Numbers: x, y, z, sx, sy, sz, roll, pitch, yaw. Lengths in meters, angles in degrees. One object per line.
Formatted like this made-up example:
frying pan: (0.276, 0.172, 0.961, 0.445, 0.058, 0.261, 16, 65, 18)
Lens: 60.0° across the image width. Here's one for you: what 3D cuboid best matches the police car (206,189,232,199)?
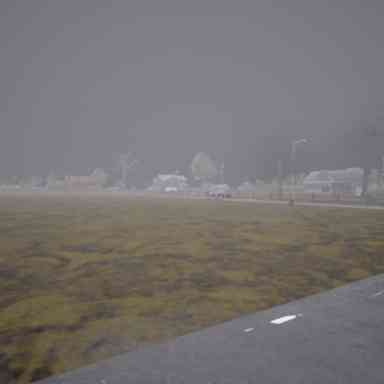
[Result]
police car: (4.378, 0.316, 54.045, 1.930, 1.638, 5.238, 1, 0, -35)
